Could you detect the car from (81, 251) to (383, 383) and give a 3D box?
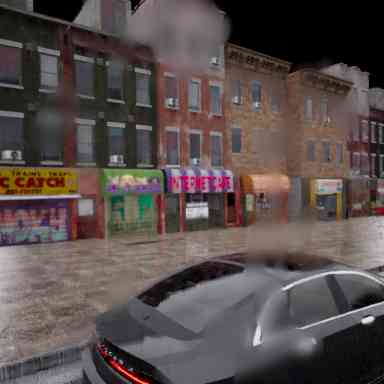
[{"bbox_3d":[1.224,1.503,4.031,4.892,1.490,1.837,0,0,-35],"label":"car"}]
